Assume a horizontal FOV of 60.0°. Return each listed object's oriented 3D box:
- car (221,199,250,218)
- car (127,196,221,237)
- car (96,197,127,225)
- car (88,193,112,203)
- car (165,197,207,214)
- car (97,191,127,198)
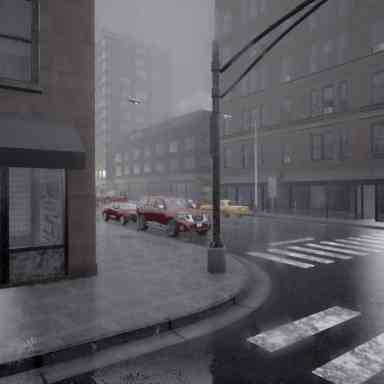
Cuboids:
[{"bbox_3d":[2.466,1.222,26.674,1.752,1.417,4.829,1,0,-36],"label":"car"},{"bbox_3d":[-1.132,1.138,17.106,2.192,1.841,5.009,1,0,-36],"label":"car"},{"bbox_3d":[-4.348,1.288,21.548,1.887,1.381,4.507,1,0,-36],"label":"car"},{"bbox_3d":[-13.495,0.883,48.748,2.008,1.369,4.403,1,0,-36],"label":"car"},{"bbox_3d":[-0.647,1.204,30.978,1.802,1.307,4.206,1,0,-36],"label":"car"},{"bbox_3d":[-10.280,0.717,44.304,2.192,1.841,5.009,1,0,-36],"label":"car"}]
